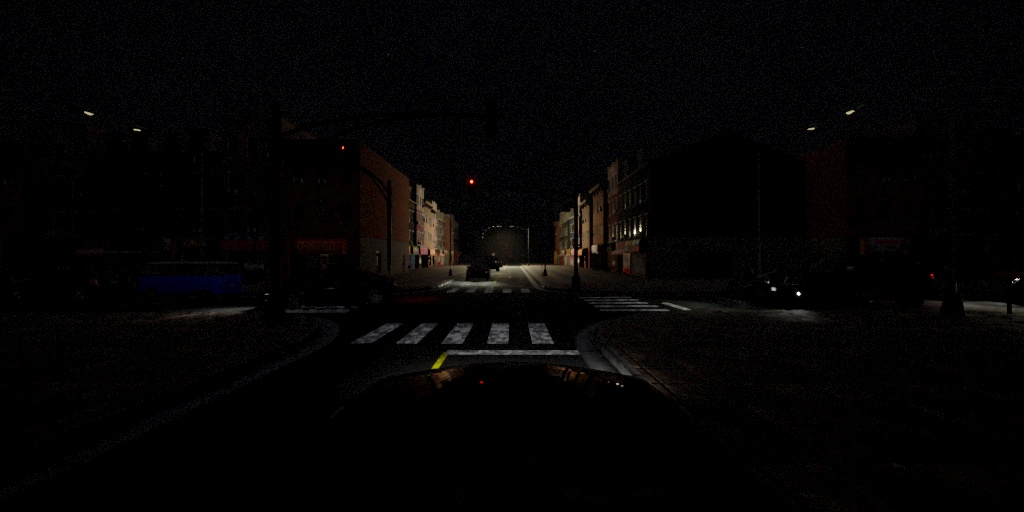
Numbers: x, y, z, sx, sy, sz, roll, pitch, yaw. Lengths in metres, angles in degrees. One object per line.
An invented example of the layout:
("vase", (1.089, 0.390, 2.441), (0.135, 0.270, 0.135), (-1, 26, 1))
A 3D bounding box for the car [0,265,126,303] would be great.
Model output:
("car", (-20.189, 1.239, 16.449), (4.097, 1.591, 1.967), (0, 0, 0))

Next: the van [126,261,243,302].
("van", (-14.714, 1.124, 16.464), (3.998, 1.789, 1.690), (0, 0, 0))

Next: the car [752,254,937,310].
("car", (12.975, 0.935, 14.003), (5.566, 2.045, 2.150), (0, 0, 0))

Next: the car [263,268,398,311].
("car", (-7.246, 1.268, 14.690), (4.892, 1.490, 1.837), (0, 4, -31))

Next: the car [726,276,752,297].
("car", (12.289, 1.267, 16.538), (4.403, 1.370, 2.007), (0, 0, 0))

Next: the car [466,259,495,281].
("car", (-2.791, 1.244, 30.624), (1.882, 1.535, 5.008), (0, 0, 0))

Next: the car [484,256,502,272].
("car", (-2.752, 1.002, 46.627), (2.150, 2.045, 5.566), (0, 0, 0))

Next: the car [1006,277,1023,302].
("car", (22.658, 1.048, 14.025), (4.553, 1.767, 2.097), (0, 0, 0))
